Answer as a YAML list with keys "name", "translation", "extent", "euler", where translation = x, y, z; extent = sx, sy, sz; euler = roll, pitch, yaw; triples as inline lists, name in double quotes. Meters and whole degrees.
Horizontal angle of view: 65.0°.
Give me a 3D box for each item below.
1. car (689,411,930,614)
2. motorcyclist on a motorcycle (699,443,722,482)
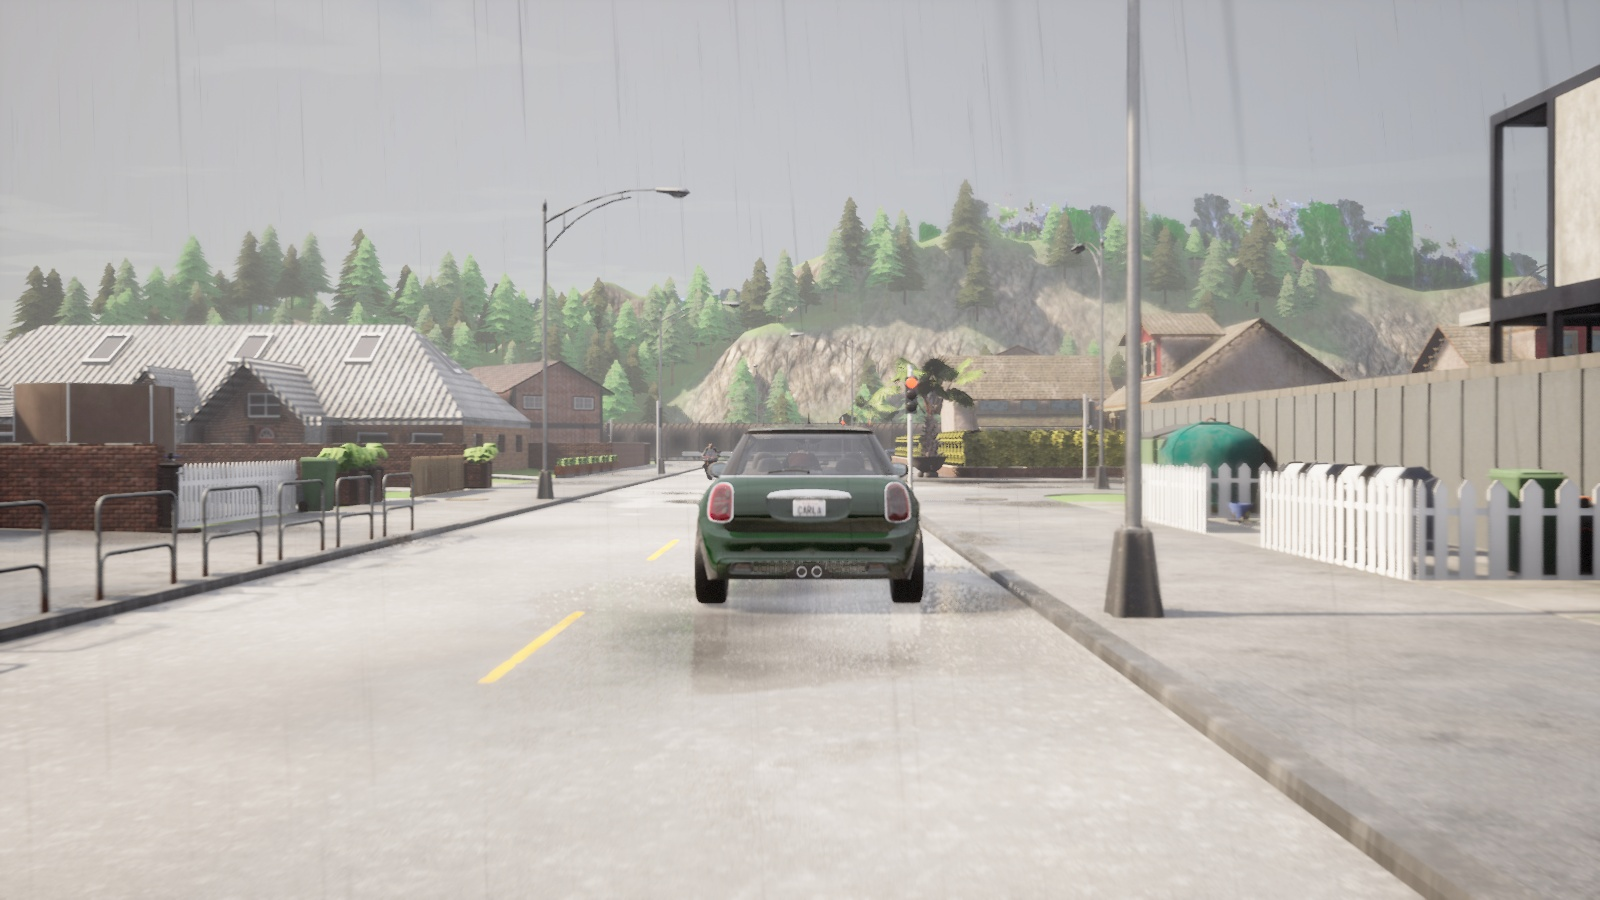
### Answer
- name: "car"
  translation: [0.090, 0.531, 13.184]
  extent: [2.097, 1.767, 4.553]
  euler: [0, 0, 0]
- name: "motorcyclist on a motorcycle"
  translation: [-3.617, 0.492, 50.834]
  extent: [0.866, 1.530, 2.191]
  euler: [0, 0, -2]
